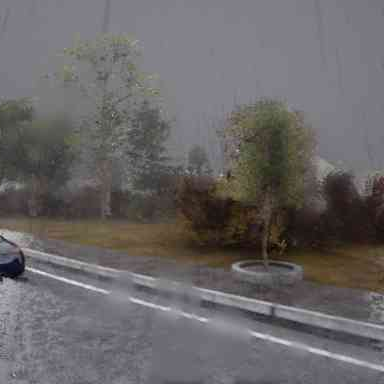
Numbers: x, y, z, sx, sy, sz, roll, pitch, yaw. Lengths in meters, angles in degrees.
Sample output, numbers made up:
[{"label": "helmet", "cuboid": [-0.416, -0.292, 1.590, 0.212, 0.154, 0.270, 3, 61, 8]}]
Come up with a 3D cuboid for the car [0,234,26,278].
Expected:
[{"label": "car", "cuboid": [-6.381, 1.617, 9.214, 4.181, 1.385, 1.994, 0, 0, 40]}]
